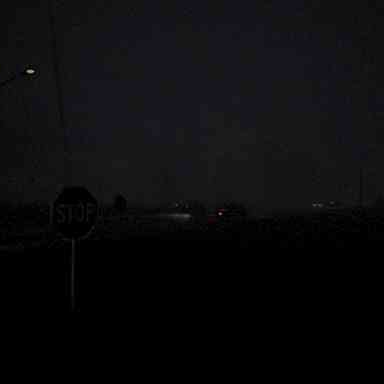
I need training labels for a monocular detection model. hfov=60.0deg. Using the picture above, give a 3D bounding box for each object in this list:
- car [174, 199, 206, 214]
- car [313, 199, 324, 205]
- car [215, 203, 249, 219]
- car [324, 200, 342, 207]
[{"bbox_3d":[-0.184,1.673,40.475,2.097,1.767,4.553,1,-1,36],"label":"car"},{"bbox_3d":[32.966,2.583,86.336,1.994,1.385,4.181,1,0,36],"label":"car"},{"bbox_3d":[4.218,1.936,34.619,1.837,1.490,4.892,1,0,36],"label":"car"},{"bbox_3d":[30.577,2.479,71.084,2.128,1.511,4.902,1,0,36],"label":"car"}]
